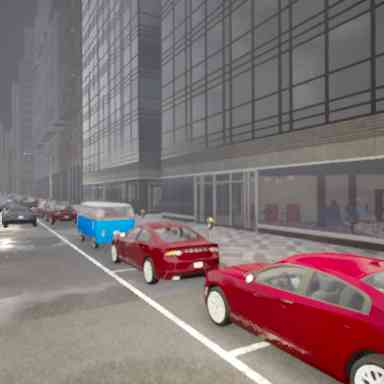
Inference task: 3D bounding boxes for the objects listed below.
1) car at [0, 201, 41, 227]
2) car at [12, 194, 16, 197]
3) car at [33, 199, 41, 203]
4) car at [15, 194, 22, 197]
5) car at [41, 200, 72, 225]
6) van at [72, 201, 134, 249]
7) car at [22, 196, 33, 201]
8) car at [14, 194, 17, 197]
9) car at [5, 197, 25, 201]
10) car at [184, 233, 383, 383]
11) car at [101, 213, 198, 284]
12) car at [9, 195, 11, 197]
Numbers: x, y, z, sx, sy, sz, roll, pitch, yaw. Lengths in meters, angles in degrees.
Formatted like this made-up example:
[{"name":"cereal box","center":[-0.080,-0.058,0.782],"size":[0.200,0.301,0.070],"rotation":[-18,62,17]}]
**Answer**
[{"name":"car","center":[-11.798,1.554,22.723],"size":[1.994,1.385,4.181],"rotation":[0,0,-30]},{"name":"car","center":[-34.889,1.526,67.572],"size":[2.008,1.369,4.403],"rotation":[0,0,-30]},{"name":"car","center":[-12.283,1.419,28.875],"size":[1.967,1.590,4.097],"rotation":[0,0,-30]},{"name":"car","center":[-29.238,1.540,57.898],"size":[1.947,1.339,4.313],"rotation":[0,0,-30]},{"name":"car","center":[-9.457,1.524,24.038],"size":[1.887,1.381,4.507],"rotation":[0,0,-30]},{"name":"van","center":[-3.805,1.323,14.363],"size":[1.690,1.788,3.998],"rotation":[0,0,-30]},{"name":"car","center":[-20.760,1.520,43.386],"size":[1.887,1.381,4.507],"rotation":[0,0,-30]},{"name":"car","center":[-32.064,1.540,62.735],"size":[1.947,1.339,4.313],"rotation":[0,0,-30]},{"name":"car","center":[-19.944,1.549,36.656],"size":[1.994,1.385,4.181],"rotation":[0,0,-29]},{"name":"car","center":[1.846,1.529,4.689],"size":[1.887,1.381,4.507],"rotation":[0,0,-30]},{"name":"car","center":[-0.979,1.528,9.526],"size":[1.887,1.381,4.507],"rotation":[0,0,-30]},{"name":"car","center":[-43.367,1.297,82.083],"size":[2.192,1.841,5.009],"rotation":[0,0,-30]}]
